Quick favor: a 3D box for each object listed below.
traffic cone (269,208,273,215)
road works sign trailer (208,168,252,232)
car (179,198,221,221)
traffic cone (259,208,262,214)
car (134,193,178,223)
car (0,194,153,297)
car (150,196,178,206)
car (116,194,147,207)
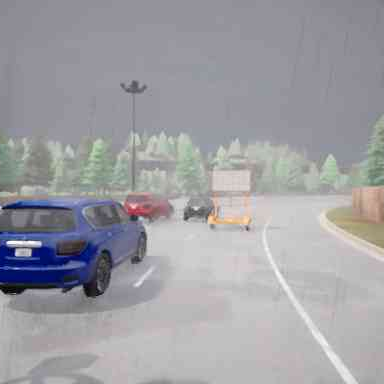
[{"bbox_3d":[7.568,1.860,31.719,0.340,0.580,0.340,0,0,17],"label":"traffic cone"},{"bbox_3d":[2.351,0.398,19.712,2.380,3.560,2.880,0,0,17],"label":"road works sign trailer"},{"bbox_3d":[0.916,1.258,26.164,2.097,1.767,4.553,0,0,17],"label":"car"},{"bbox_3d":[6.612,1.856,32.009,0.340,0.580,0.340,0,0,17],"label":"traffic cone"},{"bbox_3d":[-3.175,1.120,24.852,2.150,2.045,5.566,0,0,16],"label":"car"},{"bbox_3d":[-2.785,1.181,8.717,2.150,2.045,5.566,0,0,6],"label":"car"},{"bbox_3d":[-4.177,1.310,50.125,1.837,1.490,4.892,0,0,29],"label":"car"},{"bbox_3d":[-8.857,1.146,48.748,2.097,1.767,4.553,0,0,27],"label":"car"}]
